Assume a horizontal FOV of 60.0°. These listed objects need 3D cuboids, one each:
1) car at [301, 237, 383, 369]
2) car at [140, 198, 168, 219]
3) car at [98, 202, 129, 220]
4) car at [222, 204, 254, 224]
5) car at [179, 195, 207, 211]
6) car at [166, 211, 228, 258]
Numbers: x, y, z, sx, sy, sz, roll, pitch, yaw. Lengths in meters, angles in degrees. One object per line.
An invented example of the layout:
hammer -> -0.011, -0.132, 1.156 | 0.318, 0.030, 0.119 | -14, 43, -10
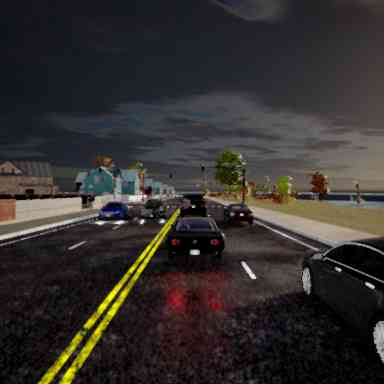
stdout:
car -> 3.327, 1.513, 5.540 | 1.837, 1.490, 4.892 | 0, 1, 0
car -> -3.335, 1.396, 29.716 | 2.097, 1.767, 4.553 | 0, 0, 0
car -> -6.575, 1.567, 28.425 | 1.812, 1.442, 4.674 | 0, 0, 0
car -> 3.353, 1.582, 24.933 | 2.033, 1.411, 5.357 | 0, 0, 0
car -> 0.108, 1.262, 28.585 | 2.150, 2.045, 5.566 | 0, 0, 0
car -> 0.101, 1.617, 12.721 | 1.895, 1.301, 4.718 | 0, 0, 0
